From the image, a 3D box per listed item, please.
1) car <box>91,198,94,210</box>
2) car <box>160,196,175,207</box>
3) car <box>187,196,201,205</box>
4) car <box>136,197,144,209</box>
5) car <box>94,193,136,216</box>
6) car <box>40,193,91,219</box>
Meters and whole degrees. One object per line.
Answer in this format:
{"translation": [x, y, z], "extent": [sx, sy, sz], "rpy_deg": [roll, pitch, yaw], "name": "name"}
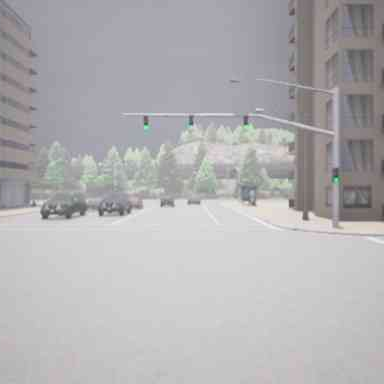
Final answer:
{"translation": [-10.582, 1.348, 37.537], "extent": [1.812, 1.442, 4.674], "rpy_deg": [0, 0, 0], "name": "car"}
{"translation": [-3.397, 1.285, 46.405], "extent": [1.837, 1.490, 4.892], "rpy_deg": [0, 0, 0], "name": "car"}
{"translation": [0.357, 1.312, 53.308], "extent": [1.994, 1.385, 4.181], "rpy_deg": [0, 0, 5], "name": "car"}
{"translation": [-7.074, 1.333, 40.674], "extent": [1.812, 1.442, 4.674], "rpy_deg": [0, 0, 0], "name": "car"}
{"translation": [-7.090, 1.074, 31.144], "extent": [2.150, 2.045, 5.566], "rpy_deg": [0, 0, 0], "name": "car"}
{"translation": [-10.591, 1.089, 27.932], "extent": [2.150, 2.045, 5.566], "rpy_deg": [0, 0, 0], "name": "car"}
